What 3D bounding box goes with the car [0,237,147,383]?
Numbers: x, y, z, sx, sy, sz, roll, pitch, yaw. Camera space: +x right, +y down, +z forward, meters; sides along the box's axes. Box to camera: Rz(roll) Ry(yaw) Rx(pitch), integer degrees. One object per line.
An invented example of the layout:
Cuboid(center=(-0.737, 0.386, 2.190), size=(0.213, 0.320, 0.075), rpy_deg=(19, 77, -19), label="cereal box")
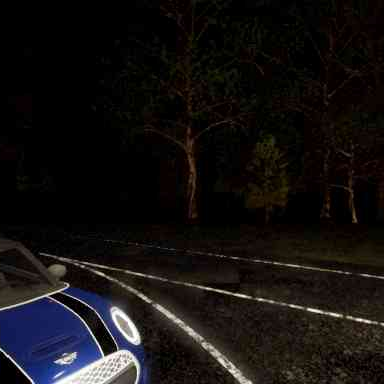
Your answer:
Cuboid(center=(-2.666, 1.338, 3.771), size=(4.553, 1.767, 2.097), rpy_deg=(1, 0, 35), label="car")
